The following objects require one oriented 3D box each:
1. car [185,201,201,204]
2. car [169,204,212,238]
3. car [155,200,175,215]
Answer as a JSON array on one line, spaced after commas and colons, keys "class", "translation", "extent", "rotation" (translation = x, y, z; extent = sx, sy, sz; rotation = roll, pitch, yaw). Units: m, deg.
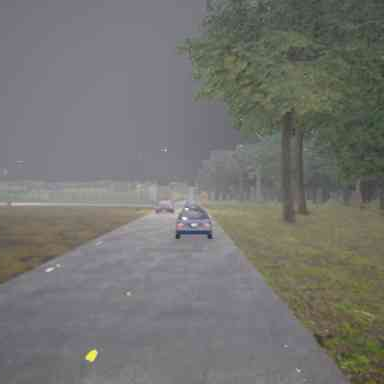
[{"class": "car", "translation": [0.072, 1.697, 39.166], "extent": [1.994, 1.385, 4.181], "rotation": [0, 0, 0]}, {"class": "car", "translation": [0.085, 1.574, 17.762], "extent": [2.033, 1.411, 5.357], "rotation": [0, 0, 0]}, {"class": "car", "translation": [-2.847, 1.638, 35.935], "extent": [1.812, 1.442, 4.674], "rotation": [0, 0, 0]}]
